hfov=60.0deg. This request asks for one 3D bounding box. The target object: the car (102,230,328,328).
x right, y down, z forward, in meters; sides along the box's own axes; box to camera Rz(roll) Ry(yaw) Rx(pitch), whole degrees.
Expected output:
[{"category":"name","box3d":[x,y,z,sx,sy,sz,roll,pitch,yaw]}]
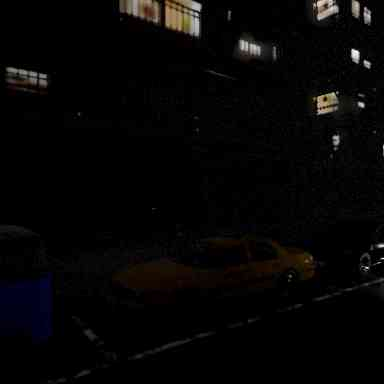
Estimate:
[{"category":"car","box3d":[0.608,1.530,6.991,4.829,1.417,1.752,0,0,-35]}]

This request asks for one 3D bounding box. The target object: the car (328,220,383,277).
[{"category":"car","box3d":[5.243,1.578,10.297,4.313,1.339,1.947,0,0,-35]}]

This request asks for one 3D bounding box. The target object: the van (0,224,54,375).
[{"category":"van","box3d":[-3.749,1.340,3.882,3.998,1.788,1.690,0,0,-35]}]
